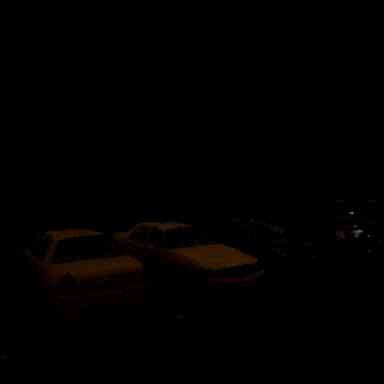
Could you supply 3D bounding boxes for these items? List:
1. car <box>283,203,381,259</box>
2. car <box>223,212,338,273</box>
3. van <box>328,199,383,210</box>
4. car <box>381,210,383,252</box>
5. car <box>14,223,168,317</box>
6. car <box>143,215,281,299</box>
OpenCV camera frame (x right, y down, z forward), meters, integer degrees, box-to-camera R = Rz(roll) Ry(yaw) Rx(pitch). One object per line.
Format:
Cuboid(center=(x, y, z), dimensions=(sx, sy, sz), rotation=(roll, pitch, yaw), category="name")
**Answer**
Cuboid(center=(3.970, 1.397, 12.237), dimensions=(2.185, 1.767, 4.553), rotation=(0, 0, -35), category="car")
Cuboid(center=(1.685, 1.504, 10.653), dimensions=(2.231, 1.521, 4.892), rotation=(0, 0, -35), category="car")
Cuboid(center=(8.539, 1.344, 15.391), dimensions=(1.878, 1.987, 4.442), rotation=(1, 0, -35), category="van")
Cuboid(center=(6.226, 1.574, 13.848), dimensions=(2.163, 1.488, 4.792), rotation=(1, 0, -35), category="car")
Cuboid(center=(-2.833, 1.481, 7.653), dimensions=(1.946, 1.575, 5.366), rotation=(0, 0, -35), category="car")
Cuboid(center=(-0.457, 1.487, 8.891), dimensions=(1.946, 1.575, 5.366), rotation=(0, 0, -35), category="car")
